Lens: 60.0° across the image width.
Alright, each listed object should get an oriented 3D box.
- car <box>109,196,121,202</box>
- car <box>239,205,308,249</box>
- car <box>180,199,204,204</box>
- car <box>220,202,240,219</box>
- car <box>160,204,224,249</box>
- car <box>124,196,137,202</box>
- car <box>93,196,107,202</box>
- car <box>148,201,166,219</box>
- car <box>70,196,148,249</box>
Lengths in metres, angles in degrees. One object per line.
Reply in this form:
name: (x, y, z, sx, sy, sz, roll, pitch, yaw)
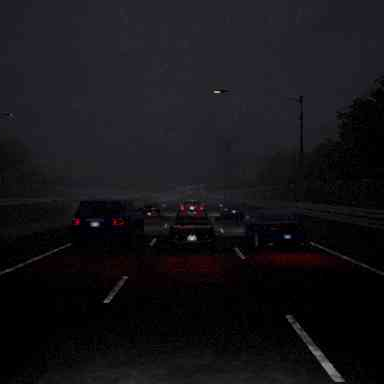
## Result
car: (-17.500, 1.596, 75.918, 1.812, 1.442, 4.674, 0, 0, 0)
car: (3.500, 1.489, 14.652, 1.882, 1.535, 5.008, 0, 0, 0)
car: (0.000, 1.397, 29.625, 2.097, 1.767, 4.553, 0, 0, 0)
car: (3.500, 1.603, 29.655, 1.994, 1.385, 4.181, 0, 0, 0)
car: (0.000, 1.500, 14.652, 2.128, 1.511, 4.902, 0, 0, 0)
car: (-14.000, 1.612, 75.918, 2.033, 1.411, 5.357, 0, 0, 0)
car: (-21.000, 1.667, 75.888, 1.895, 1.301, 4.718, 0, 0, 0)
car: (-3.500, 1.547, 29.655, 1.837, 1.490, 4.892, 0, 0, 0)
car: (-3.500, 1.263, 14.682, 2.150, 2.045, 5.566, 0, 0, 0)
